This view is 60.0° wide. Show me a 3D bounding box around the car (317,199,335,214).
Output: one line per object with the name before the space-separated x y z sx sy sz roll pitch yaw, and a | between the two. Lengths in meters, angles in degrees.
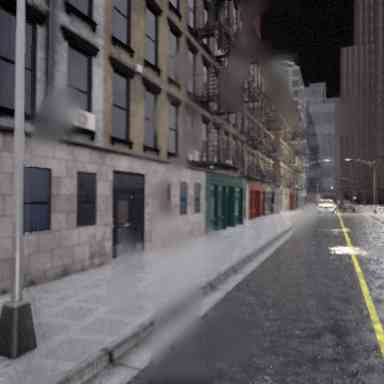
car | 19.340 2.098 47.927 2.150 2.045 5.566 0 -1 23

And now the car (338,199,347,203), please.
car | 31.461 2.538 68.632 2.150 2.045 5.566 0 -1 23

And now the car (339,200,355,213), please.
car | 25.102 2.521 53.353 1.837 1.490 4.892 0 -1 23
